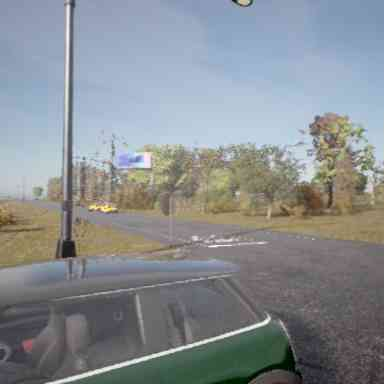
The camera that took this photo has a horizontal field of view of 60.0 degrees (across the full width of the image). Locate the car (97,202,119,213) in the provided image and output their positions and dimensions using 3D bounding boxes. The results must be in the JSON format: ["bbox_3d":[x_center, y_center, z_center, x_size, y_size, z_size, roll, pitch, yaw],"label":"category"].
[{"bbox_3d":[-12.782,2.447,51.310,1.882,1.535,5.008,1,-1,-28],"label":"car"}]

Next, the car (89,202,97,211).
[{"bbox_3d":[-16.721,2.574,58.442,1.882,1.535,5.008,1,-1,-29],"label":"car"}]

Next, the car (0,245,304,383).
[{"bbox_3d":[-1.303,1.407,2.674,4.553,1.767,2.097,1,-1,-30],"label":"car"}]
